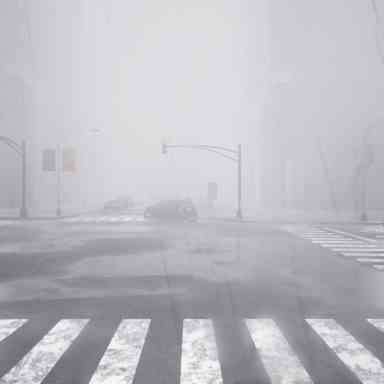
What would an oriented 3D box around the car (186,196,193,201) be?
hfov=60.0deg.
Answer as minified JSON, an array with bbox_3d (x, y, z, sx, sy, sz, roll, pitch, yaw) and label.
[{"bbox_3d":[-0.808,1.696,93.278,1.887,1.381,4.507,0,0,0],"label":"car"}]

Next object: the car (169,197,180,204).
[{"bbox_3d":[-3.433,1.672,65.640,1.895,1.301,4.718,0,0,0],"label":"car"}]

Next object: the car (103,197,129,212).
[{"bbox_3d":[-9.070,1.574,38.990,1.947,1.339,4.313,0,0,0],"label":"car"}]

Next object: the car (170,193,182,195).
[{"bbox_3d":[-3.481,1.559,75.608,1.837,1.490,4.892,0,0,0],"label":"car"}]

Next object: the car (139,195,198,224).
[{"bbox_3d":[-1.649,1.337,25.379,2.097,1.767,4.553,1,0,-44],"label":"car"}]

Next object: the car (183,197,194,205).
[{"bbox_3d":[-0.650,1.603,60.728,1.887,1.381,4.507,0,0,0],"label":"car"}]

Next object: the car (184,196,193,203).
[{"bbox_3d":[-0.703,1.613,71.748,1.752,1.417,4.829,0,0,0],"label":"car"}]

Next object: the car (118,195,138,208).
[{"bbox_3d":[-9.097,1.335,44.417,2.192,1.841,5.009,0,0,0],"label":"car"}]
